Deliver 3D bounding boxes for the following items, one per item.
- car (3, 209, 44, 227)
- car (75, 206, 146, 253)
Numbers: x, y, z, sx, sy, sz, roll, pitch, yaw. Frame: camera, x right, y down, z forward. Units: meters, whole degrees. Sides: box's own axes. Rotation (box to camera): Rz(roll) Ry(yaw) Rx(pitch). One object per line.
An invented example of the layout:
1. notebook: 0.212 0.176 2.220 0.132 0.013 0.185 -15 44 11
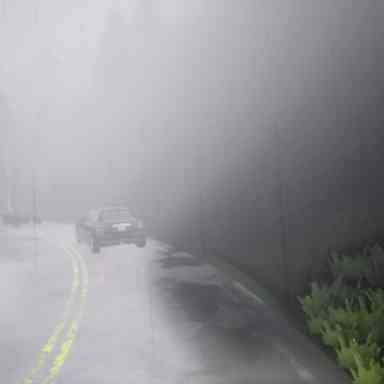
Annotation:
1. car: -13.476 1.978 26.388 1.895 1.301 4.718 -4 1 -43
2. car: -3.682 1.419 14.451 2.097 1.767 4.553 -3 1 -29
